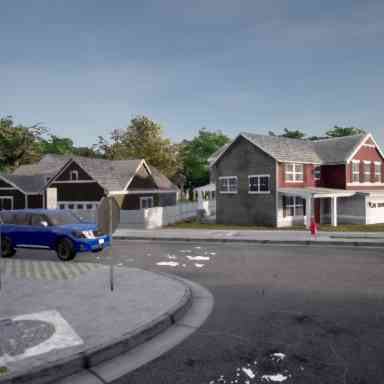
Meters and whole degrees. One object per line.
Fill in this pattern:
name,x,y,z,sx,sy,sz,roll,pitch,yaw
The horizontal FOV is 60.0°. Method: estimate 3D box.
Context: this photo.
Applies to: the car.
car,-6.336,1.769,14.817,5.566,2.045,2.150,-2,0,22
